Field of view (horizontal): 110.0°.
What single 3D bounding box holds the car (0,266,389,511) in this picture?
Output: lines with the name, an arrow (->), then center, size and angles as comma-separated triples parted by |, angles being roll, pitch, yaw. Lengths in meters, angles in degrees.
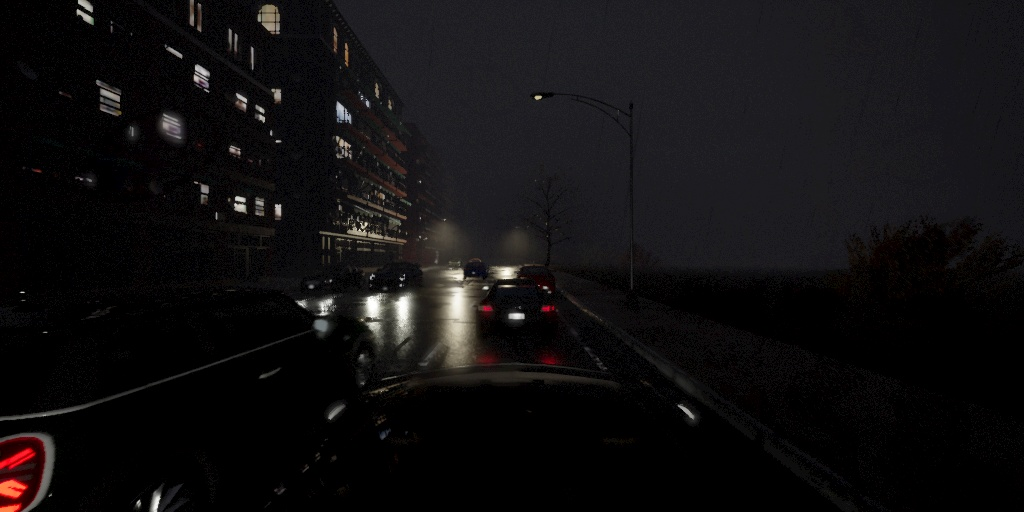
car -> -3.152, 1.104, 3.738 | 2.097, 1.767, 4.553 | 0, 0, 0

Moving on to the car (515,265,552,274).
car -> 1.149, 1.230, 18.938 | 1.882, 1.535, 5.008 | 0, 0, 0

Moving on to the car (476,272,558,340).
car -> 0.107, 1.315, 10.018 | 1.994, 1.385, 4.181 | 0, 0, 0

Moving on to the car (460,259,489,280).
car -> -3.129, 1.230, 31.750 | 1.882, 1.535, 5.008 | 0, 0, 0

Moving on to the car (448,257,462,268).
car -> -9.768, 1.102, 62.734 | 2.097, 1.767, 4.553 | 0, 0, 0

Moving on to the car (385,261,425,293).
car -> -6.588, 1.104, 20.849 | 2.097, 1.767, 4.553 | 0, 0, 0
